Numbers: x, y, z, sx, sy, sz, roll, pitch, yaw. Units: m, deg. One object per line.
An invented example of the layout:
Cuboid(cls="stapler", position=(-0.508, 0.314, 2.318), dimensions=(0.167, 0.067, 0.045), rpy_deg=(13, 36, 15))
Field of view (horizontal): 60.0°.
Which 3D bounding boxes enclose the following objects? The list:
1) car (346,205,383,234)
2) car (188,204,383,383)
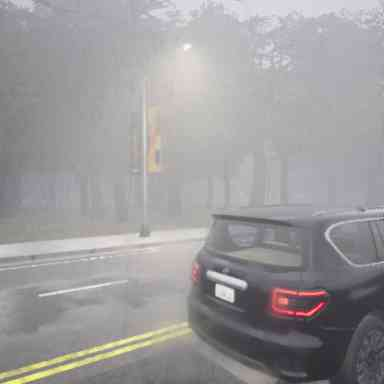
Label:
Cuboid(cls="car", position=(11.162, 1.535, 19.628), dimensions=(4.181, 1.385, 1.994), rpy_deg=(0, 0, -35))
Cuboid(cls="car", position=(2.548, 1.213, 5.259), dimensions=(5.566, 2.045, 2.150), rpy_deg=(0, 0, -36))
